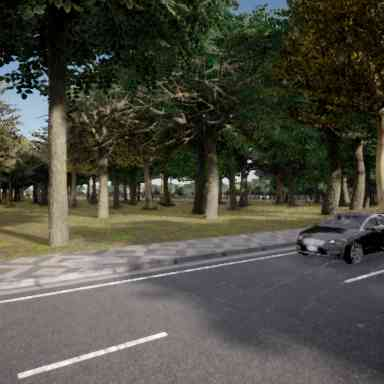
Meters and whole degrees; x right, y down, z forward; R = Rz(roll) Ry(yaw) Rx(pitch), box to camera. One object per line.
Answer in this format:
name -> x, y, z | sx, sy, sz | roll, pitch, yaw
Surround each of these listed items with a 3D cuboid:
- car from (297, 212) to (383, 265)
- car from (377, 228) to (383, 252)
car -> 5.727, 1.485, 11.782 | 4.902, 1.511, 2.128 | 0, 0, -36
car -> 7.066, 1.595, 8.736 | 4.718, 1.301, 1.895 | 0, 0, -36
